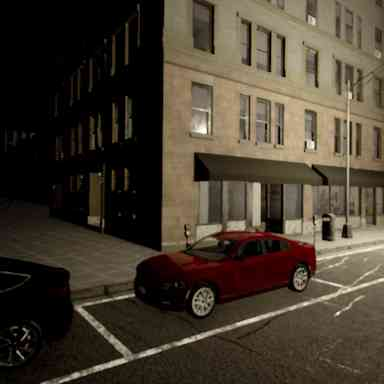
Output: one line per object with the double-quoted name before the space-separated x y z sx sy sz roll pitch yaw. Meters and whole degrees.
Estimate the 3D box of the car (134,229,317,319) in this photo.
"car" 0.911 1.558 7.400 4.507 1.381 1.887 0 0 -35

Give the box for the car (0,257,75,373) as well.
"car" -3.711 1.564 4.111 4.313 1.339 1.947 0 0 -35
